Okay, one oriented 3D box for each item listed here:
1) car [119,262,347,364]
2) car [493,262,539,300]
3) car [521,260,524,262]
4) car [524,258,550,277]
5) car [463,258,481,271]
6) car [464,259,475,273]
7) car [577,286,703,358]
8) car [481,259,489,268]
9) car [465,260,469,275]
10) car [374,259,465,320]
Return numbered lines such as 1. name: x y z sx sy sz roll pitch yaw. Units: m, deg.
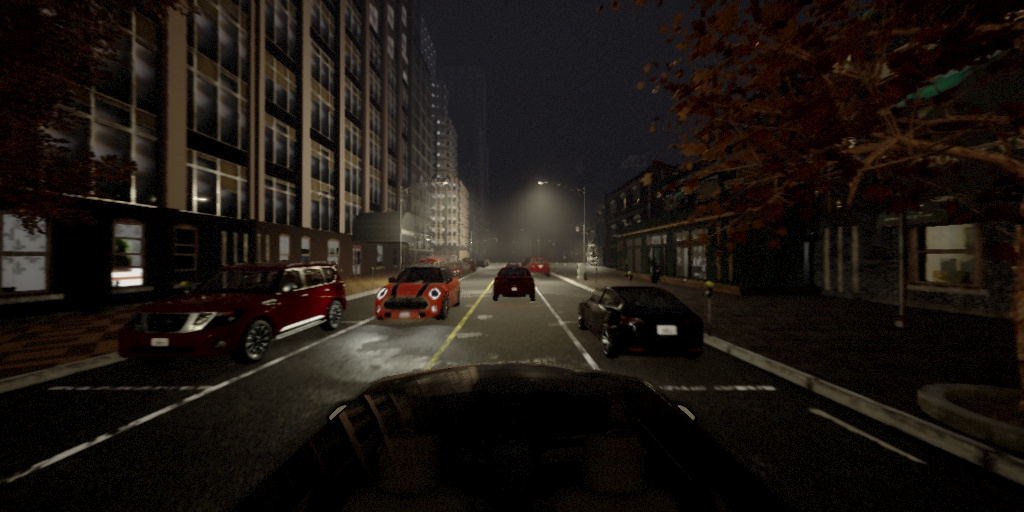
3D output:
1. car: -5.691 1.076 8.305 2.192 1.841 5.009 0 0 0
2. car: 0.098 1.256 17.783 1.882 1.535 5.008 0 0 0
3. car: 0.097 1.394 42.773 1.994 1.385 4.181 0 0 0
4. car: 2.687 1.129 35.990 2.192 1.841 5.009 0 0 0
5. car: -5.693 1.154 47.064 2.192 1.841 5.009 0 0 0
6. car: -5.694 1.353 41.357 1.751 1.417 4.829 0 0 0
7. car: 2.690 1.327 8.305 1.948 1.339 4.313 0 0 0
8. car: -5.695 1.447 63.675 1.948 1.339 4.313 0 0 0
9. car: -5.694 1.397 35.990 1.802 1.307 4.207 0 0 0
10. car: -3.090 1.121 12.610 2.097 1.767 4.553 0 0 0
